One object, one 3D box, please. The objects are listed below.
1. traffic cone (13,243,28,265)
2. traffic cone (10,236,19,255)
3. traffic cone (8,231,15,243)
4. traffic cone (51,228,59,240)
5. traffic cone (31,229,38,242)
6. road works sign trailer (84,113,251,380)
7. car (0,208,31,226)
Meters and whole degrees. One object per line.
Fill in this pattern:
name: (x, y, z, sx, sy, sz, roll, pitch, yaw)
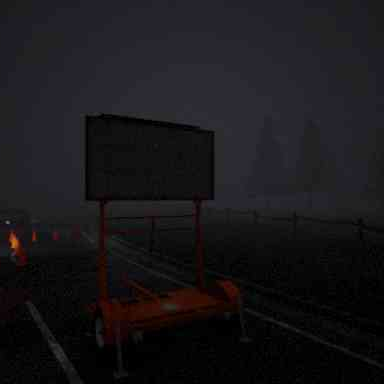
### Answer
traffic cone: (-5.661, 2.101, 11.076, 0.340, 0.580, 0.340, 1, -1, -31)
traffic cone: (-6.702, 2.123, 12.783, 0.340, 0.580, 0.340, 1, -1, -31)
traffic cone: (-7.744, 2.144, 14.491, 0.340, 0.580, 0.340, 1, -1, -31)
traffic cone: (-7.077, 2.184, 17.239, 0.340, 0.580, 0.340, 1, -1, -31)
traffic cone: (-7.931, 2.175, 16.719, 0.340, 0.580, 0.340, 1, -1, -31)
road works sign trailer: (-0.743, 0.549, 5.895, 2.380, 3.560, 2.880, 1, -1, -31)
car: (-14.021, 1.940, 26.258, 1.895, 1.301, 4.718, 0, -1, -18)
